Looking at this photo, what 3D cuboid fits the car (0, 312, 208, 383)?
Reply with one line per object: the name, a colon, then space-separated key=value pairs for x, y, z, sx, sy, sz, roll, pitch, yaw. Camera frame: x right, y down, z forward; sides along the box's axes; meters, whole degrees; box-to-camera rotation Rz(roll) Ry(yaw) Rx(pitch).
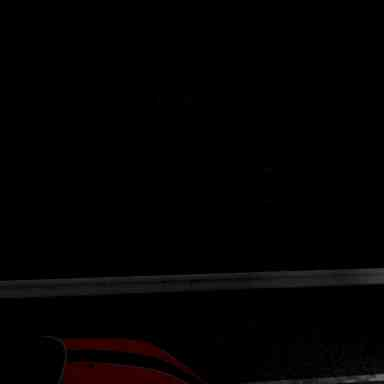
car: x=-1.885 y=1.352 z=1.629 sx=4.553 sy=1.767 sz=2.097 roll=0 pitch=0 yaw=-6
